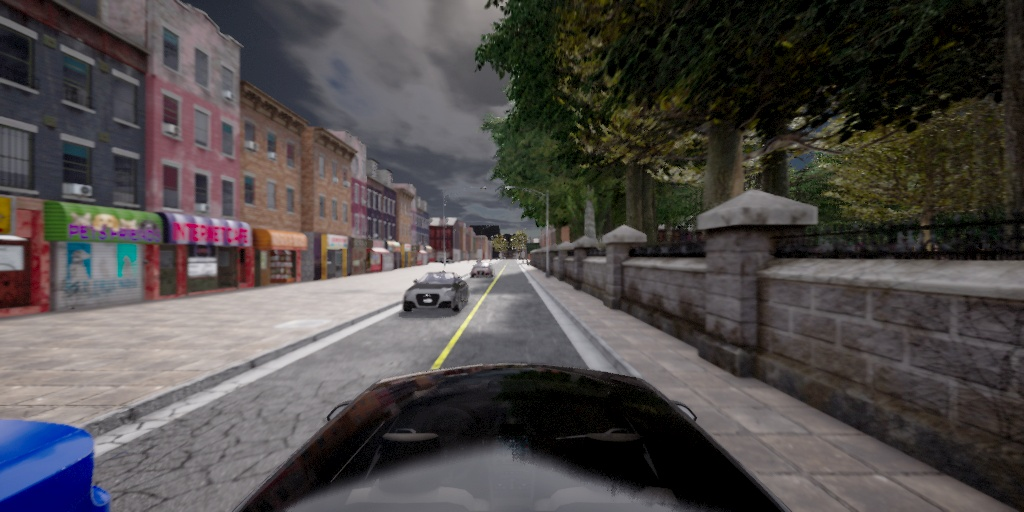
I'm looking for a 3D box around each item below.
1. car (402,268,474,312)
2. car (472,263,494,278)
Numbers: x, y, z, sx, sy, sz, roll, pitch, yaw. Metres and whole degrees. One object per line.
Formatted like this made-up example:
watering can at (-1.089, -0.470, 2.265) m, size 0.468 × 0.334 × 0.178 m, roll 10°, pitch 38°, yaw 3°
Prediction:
car at (-2.829, 1.314, 14.052) m, size 1.994 × 1.385 × 4.181 m, roll 0°, pitch 0°, yaw 0°
car at (-2.775, 1.316, 34.154) m, size 1.994 × 1.385 × 4.181 m, roll 0°, pitch 0°, yaw 1°
